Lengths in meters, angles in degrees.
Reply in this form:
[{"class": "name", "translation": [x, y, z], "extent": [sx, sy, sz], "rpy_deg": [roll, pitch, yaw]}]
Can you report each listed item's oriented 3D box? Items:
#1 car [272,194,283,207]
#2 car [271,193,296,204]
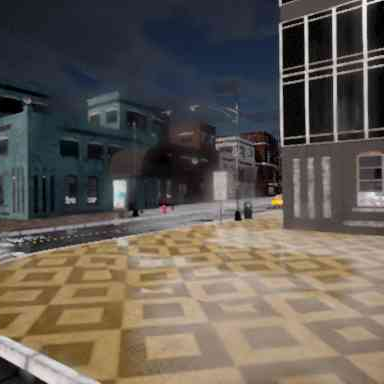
[{"class": "car", "translation": [10.817, 0.955, 38.631], "extent": [1.882, 1.535, 5.008], "rpy_deg": [-1, 1, 32]}, {"class": "car", "translation": [13.288, 0.919, 47.995], "extent": [2.033, 1.411, 5.357], "rpy_deg": [-1, 0, 31]}]
